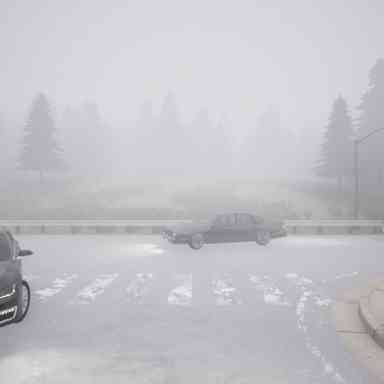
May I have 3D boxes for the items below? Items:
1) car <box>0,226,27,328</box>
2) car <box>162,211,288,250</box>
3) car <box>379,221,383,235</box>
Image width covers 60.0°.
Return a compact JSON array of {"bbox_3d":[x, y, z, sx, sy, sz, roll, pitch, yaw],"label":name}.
[{"bbox_3d":[-4.456,1.505,6.693,1.837,1.490,4.892,0,0,-28],"label":"car"},{"bbox_3d":[1.461,1.548,14.332,5.357,1.411,2.033,0,0,-20],"label":"car"},{"bbox_3d":[11.240,1.492,15.209,4.902,1.511,2.128,0,0,0],"label":"car"}]
